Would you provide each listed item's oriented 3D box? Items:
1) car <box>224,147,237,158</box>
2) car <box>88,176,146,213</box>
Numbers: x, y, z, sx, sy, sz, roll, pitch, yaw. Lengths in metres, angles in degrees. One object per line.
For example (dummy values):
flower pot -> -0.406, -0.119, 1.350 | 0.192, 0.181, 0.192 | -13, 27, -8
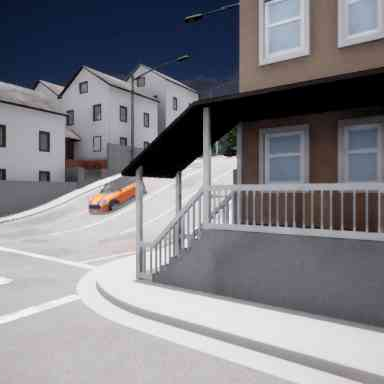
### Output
car -> 5.719, -4.898, 40.294 | 1.895, 1.301, 4.718 | 0, 9, 36
car -> -5.506, -0.018, 24.146 | 2.097, 1.767, 4.553 | 0, 21, 34
